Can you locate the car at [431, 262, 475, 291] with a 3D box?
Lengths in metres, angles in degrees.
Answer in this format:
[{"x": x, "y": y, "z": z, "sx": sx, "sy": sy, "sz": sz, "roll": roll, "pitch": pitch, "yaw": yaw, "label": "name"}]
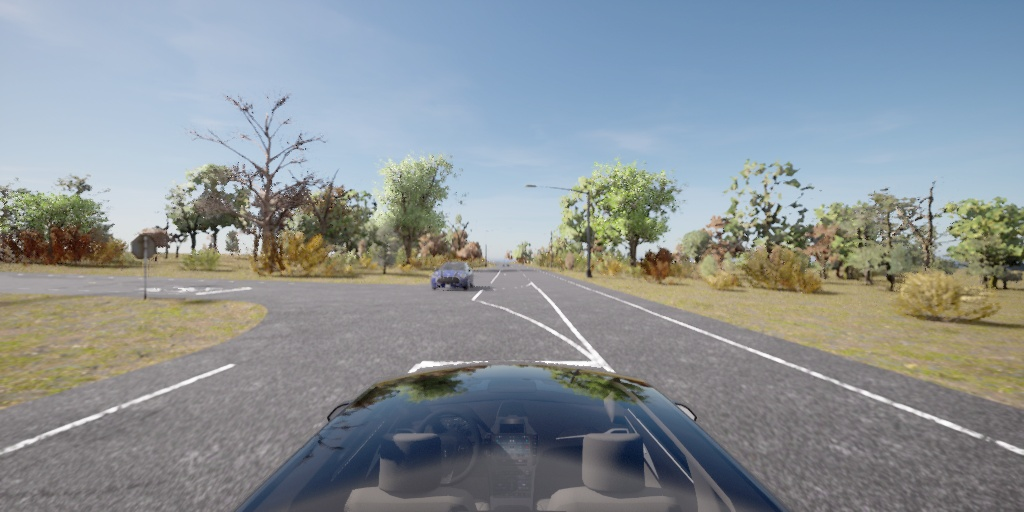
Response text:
[{"x": -3.516, "y": 1.119, "z": 21.965, "sx": 2.097, "sy": 1.767, "sz": 4.553, "roll": 1, "pitch": -1, "yaw": 0, "label": "car"}]
